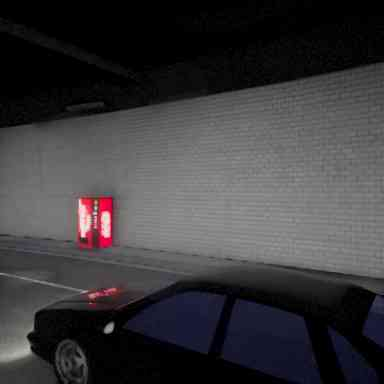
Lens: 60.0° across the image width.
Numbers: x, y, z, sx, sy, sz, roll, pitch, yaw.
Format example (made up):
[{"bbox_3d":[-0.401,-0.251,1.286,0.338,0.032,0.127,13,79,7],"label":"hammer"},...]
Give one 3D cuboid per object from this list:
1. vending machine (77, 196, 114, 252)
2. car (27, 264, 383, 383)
[{"bbox_3d":[-3.784,1.195,13.047,0.880,2.100,1.100,0,0,29],"label":"vending machine"},{"bbox_3d":[0.539,1.548,3.474,5.357,1.411,2.033,0,0,34],"label":"car"}]
